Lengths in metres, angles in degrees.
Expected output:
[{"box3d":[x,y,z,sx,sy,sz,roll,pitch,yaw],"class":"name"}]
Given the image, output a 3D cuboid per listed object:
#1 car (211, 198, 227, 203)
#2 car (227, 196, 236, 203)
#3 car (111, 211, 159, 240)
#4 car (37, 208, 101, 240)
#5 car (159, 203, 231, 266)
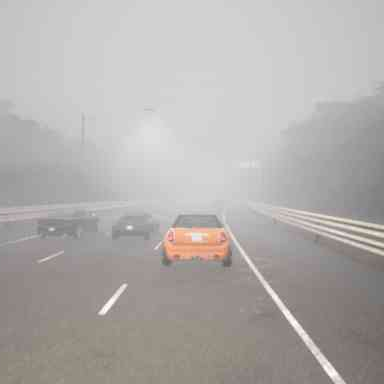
[{"box3d":[4.724,1.793,60.510,2.097,1.767,4.553,0,0,9],"class":"car"},{"box3d":[9.833,2.208,87.562,1.895,1.301,4.718,0,0,13],"class":"car"},{"box3d":[-2.929,1.696,18.049,1.994,1.385,4.181,0,0,3],"class":"car"},{"box3d":[-6.442,1.603,17.990,1.882,1.535,5.008,0,0,2],"class":"car"},{"box3d":[0.216,1.444,12.096,2.097,1.767,4.553,0,0,2],"class":"car"}]
